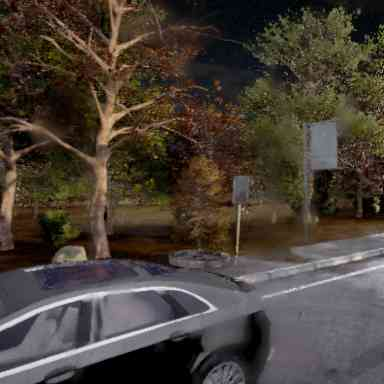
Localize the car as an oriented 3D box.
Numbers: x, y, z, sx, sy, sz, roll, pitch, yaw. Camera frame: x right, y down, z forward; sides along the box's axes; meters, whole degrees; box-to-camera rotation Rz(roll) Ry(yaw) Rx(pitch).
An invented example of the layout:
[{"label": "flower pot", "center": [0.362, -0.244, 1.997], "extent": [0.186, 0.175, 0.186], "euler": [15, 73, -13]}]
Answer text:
[{"label": "car", "center": [-1.375, 1.491, 3.019], "extent": [4.902, 1.511, 2.128], "euler": [0, 0, -36]}]
